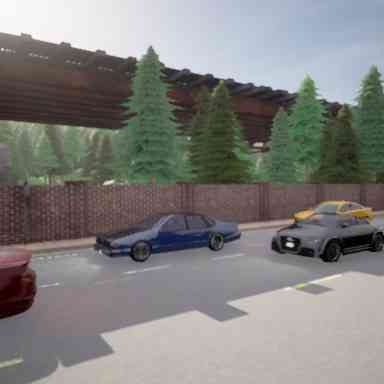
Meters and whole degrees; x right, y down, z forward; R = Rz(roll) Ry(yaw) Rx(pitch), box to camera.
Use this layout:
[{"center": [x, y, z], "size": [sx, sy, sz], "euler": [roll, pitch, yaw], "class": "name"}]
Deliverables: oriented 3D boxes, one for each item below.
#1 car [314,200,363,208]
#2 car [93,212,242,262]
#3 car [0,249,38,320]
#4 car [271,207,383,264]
[{"center": [7.436, 1.232, 17.398], "size": [5.008, 1.535, 1.882], "euler": [-1, 1, -34], "class": "car"}, {"center": [-0.686, 1.446, 11.938], "size": [5.357, 1.411, 2.033], "euler": [-1, 1, -34], "class": "car"}, {"center": [-5.009, 1.492, 4.840], "size": [5.008, 1.535, 1.882], "euler": [-1, 1, -34], "class": "car"}, {"center": [4.659, 1.407, 11.315], "size": [4.181, 1.385, 1.994], "euler": [-1, 1, -34], "class": "car"}]
